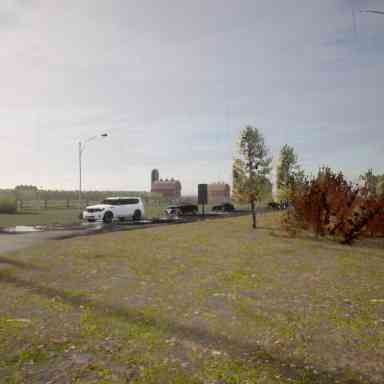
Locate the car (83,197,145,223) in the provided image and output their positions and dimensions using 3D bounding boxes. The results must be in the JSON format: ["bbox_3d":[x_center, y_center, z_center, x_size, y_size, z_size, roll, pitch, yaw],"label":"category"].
[{"bbox_3d":[-6.442,1.453,28.188,2.150,2.045,5.566,-1,-1,34],"label":"car"}]

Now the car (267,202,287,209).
[{"bbox_3d":[13.457,1.966,53.157,1.837,1.490,4.892,-1,-1,32],"label":"car"}]

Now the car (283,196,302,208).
[{"bbox_3d":[18.684,1.784,61.684,2.150,2.045,5.566,-1,-1,31],"label":"car"}]

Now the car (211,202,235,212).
[{"bbox_3d":[4.261,1.988,45.304,1.994,1.385,4.181,-1,-1,32],"label":"car"}]

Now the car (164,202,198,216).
[{"bbox_3d":[-1.116,1.817,36.708,2.128,1.511,4.902,-1,-1,32],"label":"car"}]
